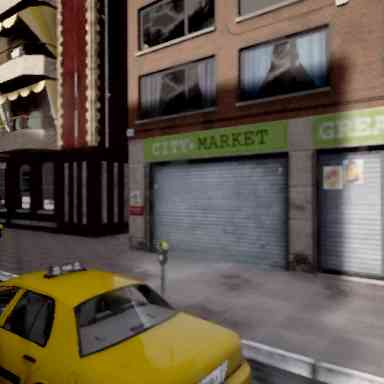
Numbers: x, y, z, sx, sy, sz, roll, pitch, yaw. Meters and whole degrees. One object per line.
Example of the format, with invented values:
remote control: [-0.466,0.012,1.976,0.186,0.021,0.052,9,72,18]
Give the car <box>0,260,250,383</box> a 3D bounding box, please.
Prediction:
car: [-1.717,1.531,4.099,4.829,1.417,1.752,0,0,35]
